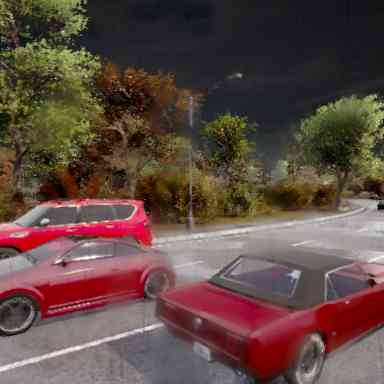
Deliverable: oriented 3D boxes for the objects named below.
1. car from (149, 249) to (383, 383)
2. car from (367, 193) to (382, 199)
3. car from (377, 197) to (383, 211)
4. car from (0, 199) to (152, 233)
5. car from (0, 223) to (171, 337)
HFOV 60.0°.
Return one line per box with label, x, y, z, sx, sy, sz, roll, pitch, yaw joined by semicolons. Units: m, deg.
car;1.872;1.613;5.345;4.718;1.301;1.895;0;0;-38
car;41.282;1.025;75.179;2.097;1.767;4.553;0;0;12
car;23.809;1.638;40.692;1.895;1.301;4.718;0;0;31
car;-3.838;1.256;10.011;5.566;2.045;2.150;0;0;-38
car;-2.392;1.588;6.767;4.181;1.385;1.994;0;0;-38
